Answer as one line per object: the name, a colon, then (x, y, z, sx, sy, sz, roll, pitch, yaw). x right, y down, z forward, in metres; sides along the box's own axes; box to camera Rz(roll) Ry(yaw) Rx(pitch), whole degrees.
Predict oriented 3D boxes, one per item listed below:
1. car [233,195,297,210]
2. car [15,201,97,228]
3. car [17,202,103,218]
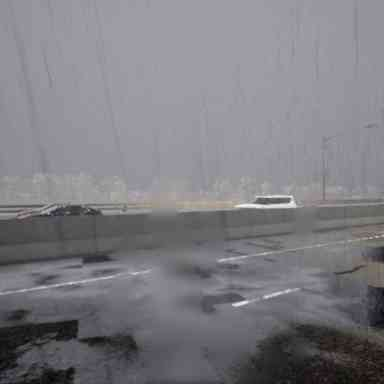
car: (5.530, 1.261, 24.979, 5.566, 2.045, 2.150, 0, 0, -35)
car: (-9.362, 1.481, 23.083, 5.008, 1.535, 1.882, 0, 0, -35)
car: (-7.758, 1.508, 19.930, 4.892, 1.490, 1.837, 0, 0, -35)
